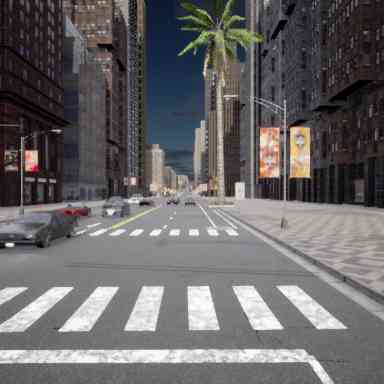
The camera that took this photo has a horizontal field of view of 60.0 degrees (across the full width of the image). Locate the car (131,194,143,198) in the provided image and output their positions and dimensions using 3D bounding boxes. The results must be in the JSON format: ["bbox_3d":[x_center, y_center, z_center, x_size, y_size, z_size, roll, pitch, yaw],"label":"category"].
[{"bbox_3d":[-10.083,1.376,60.618,2.150,2.045,5.566,0,0,0],"label":"car"}]

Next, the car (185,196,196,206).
[{"bbox_3d":[-0.308,1.586,56.112,2.033,1.411,5.357,0,0,0],"label":"car"}]

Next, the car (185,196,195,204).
[{"bbox_3d":[-0.365,1.539,66.534,1.882,1.535,5.008,0,0,0],"label":"car"}]

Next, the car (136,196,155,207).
[{"bbox_3d":[-6.857,1.629,50.580,1.895,1.301,4.718,0,0,0],"label":"car"}]

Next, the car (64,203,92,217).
[{"bbox_3d":[-10.003,1.607,28.074,1.895,1.301,4.718,0,0,0],"label":"car"}]

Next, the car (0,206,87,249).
[{"bbox_3d":[-6.681,1.549,14.839,2.033,1.411,5.357,0,0,0],"label":"car"}]

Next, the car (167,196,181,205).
[{"bbox_3d":[-3.481,1.647,59.744,1.895,1.301,4.718,0,0,-1],"label":"car"}]

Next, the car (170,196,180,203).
[{"bbox_3d":[-3.532,1.594,69.852,1.812,1.442,4.674,0,0,0],"label":"car"}]

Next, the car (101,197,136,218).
[{"bbox_3d":[-6.765,1.498,30.019,2.128,1.511,4.902,0,0,-1],"label":"car"}]
